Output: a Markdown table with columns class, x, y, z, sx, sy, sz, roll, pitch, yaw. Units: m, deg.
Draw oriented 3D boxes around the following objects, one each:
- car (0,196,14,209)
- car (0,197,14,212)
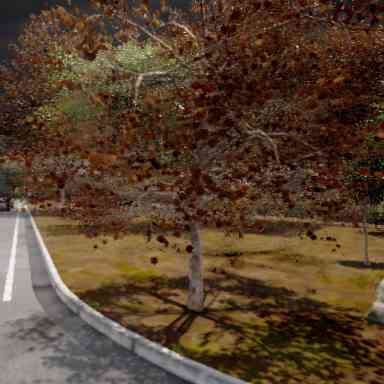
| class | x | y | z | sx | sy | sz | roll | pitch | yaw |
| --- | --- | --- | --- | --- | --- | --- | --- | --- | --- |
| car | -27.273 | 1.478 | 48.636 | 2.097 | 1.767 | 4.553 | 2 | -1 | -27 |
| car | -22.514 | 1.541 | 39.381 | 2.128 | 1.511 | 4.902 | 2 | -1 | -27 |
